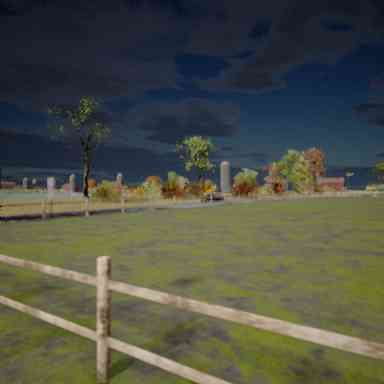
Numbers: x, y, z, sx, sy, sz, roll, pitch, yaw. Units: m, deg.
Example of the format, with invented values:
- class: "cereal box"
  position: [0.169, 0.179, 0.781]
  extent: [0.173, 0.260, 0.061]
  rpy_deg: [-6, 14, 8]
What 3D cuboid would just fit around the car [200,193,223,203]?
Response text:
- class: "car"
  position: [3.130, 0.982, 51.976]
  extent: [1.837, 1.490, 4.892]
  rpy_deg: [-1, -1, 35]
